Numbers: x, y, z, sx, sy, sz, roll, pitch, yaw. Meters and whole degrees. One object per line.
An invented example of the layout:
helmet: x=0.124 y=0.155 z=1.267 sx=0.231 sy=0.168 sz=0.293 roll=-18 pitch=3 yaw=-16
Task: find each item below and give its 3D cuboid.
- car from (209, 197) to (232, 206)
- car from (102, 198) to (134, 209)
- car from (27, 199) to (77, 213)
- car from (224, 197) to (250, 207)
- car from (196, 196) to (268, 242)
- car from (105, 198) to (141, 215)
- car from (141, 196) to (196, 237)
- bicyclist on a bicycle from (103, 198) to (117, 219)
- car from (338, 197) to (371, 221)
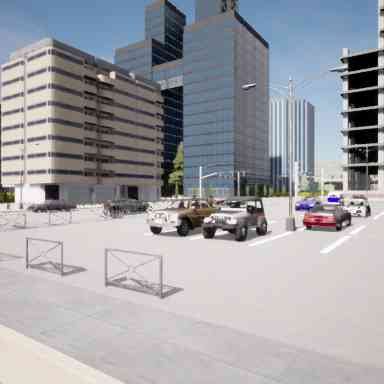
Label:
car: x=4.825 y=1.601 z=56.217 sx=1.895 sy=1.301 sz=4.718 roll=0 pitch=0 yaw=34
car: x=-10.288 y=1.564 z=46.524 sx=1.994 sy=1.385 sz=4.181 roll=0 pitch=0 yaw=35
car: x=-15.914 y=1.547 z=38.151 sx=2.033 sy=1.411 sz=5.357 roll=0 pitch=0 yaw=34
car: x=7.318 y=1.548 z=53.654 sx=2.033 sy=1.411 sz=5.357 roll=0 pitch=0 yaw=34
car: x=2.133 y=1.156 z=15.590 sx=1.905 sy=1.878 sz=3.866 roll=0 pitch=0 yaw=34
car: x=-6.072 y=1.505 z=33.620 sx=1.837 sy=1.490 sz=4.892 roll=0 pitch=0 yaw=34
car: x=-0.237 y=1.153 z=17.252 sx=1.932 sy=1.855 sz=4.605 roll=0 pitch=0 yaw=34
bicyclist on a bicycle: x=-6.480 y=1.302 z=26.203 sx=1.656 sy=1.620 sz=0.582 roll=0 pitch=0 yaw=34
car: x=14.136 y=1.395 z=28.564 sx=1.970 sy=1.475 sz=3.806 roll=0 pitch=0 yaw=34
